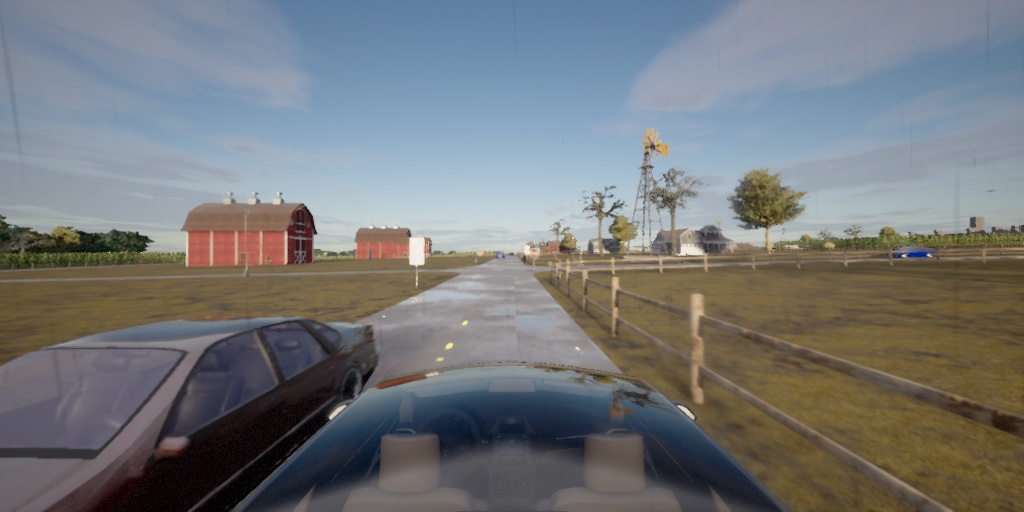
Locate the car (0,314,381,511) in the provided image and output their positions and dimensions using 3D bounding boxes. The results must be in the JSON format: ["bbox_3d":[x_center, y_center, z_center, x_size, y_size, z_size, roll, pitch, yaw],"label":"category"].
[{"bbox_3d":[-2.851,1.295,3.043,2.033,1.411,5.357,0,0,0],"label":"car"}]
